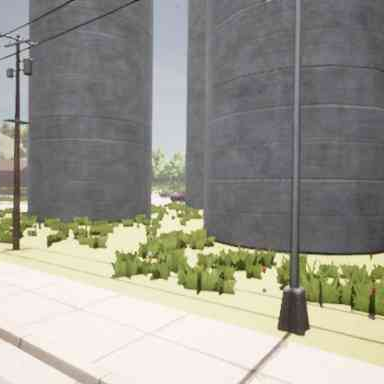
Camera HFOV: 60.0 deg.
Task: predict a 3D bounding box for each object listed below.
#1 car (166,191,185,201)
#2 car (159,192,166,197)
[{"bbox_3d":[-1.517,0.964,54.598,1.882,1.535,5.008,1,1,35],"label":"car"},{"bbox_3d":[-6.450,0.673,84.346,3.905,1.438,1.784,1,1,35],"label":"car"}]
